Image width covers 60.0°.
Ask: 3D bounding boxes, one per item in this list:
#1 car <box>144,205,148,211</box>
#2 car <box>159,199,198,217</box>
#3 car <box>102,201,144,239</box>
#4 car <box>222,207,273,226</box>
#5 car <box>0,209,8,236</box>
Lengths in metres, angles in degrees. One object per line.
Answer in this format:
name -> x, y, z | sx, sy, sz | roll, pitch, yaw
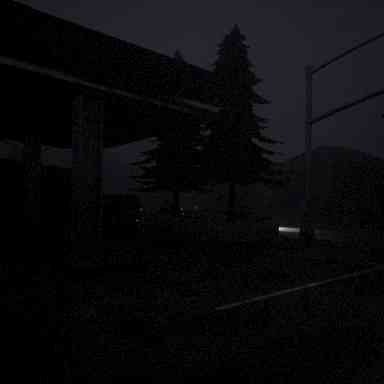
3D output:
car -> -7.487, 1.664, 41.317 | 2.033, 1.411, 5.357 | 1, 0, -35
car -> -1.339, 1.540, 32.653 | 2.097, 1.767, 4.553 | 1, 0, -36
car -> -4.539, 1.446, 18.283 | 1.905, 1.878, 3.866 | 1, 0, -36
car -> 4.080, 1.815, 25.013 | 1.994, 1.385, 4.181 | 1, 0, -35
car -> -11.671, 1.520, 18.466 | 2.242, 1.667, 4.611 | 1, 0, -36
